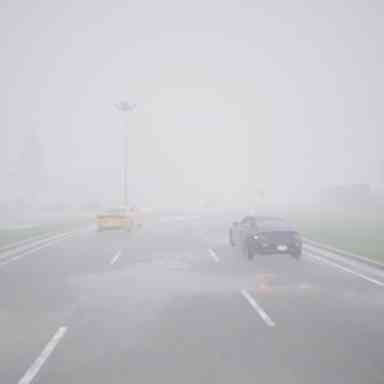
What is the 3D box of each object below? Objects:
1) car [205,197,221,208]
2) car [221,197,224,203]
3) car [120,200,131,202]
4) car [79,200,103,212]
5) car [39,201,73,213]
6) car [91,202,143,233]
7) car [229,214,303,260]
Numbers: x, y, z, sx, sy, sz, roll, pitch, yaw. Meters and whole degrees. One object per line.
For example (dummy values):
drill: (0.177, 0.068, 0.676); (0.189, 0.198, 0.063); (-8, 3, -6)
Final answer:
car: (3.190, 1.771, 53.729); (1.812, 1.442, 4.674); (0, 0, 8)
car: (6.267, 1.867, 77.016); (1.812, 1.442, 4.674); (0, 0, 8)
car: (-9.483, 1.844, 47.212); (1.994, 1.385, 4.181); (0, 0, 8)
car: (-13.400, 1.780, 44.481); (2.128, 1.511, 4.902); (0, 0, 8)
car: (-17.201, 1.845, 42.523); (2.033, 1.411, 5.357); (0, 0, 8)
car: (-4.348, 1.602, 20.726); (1.882, 1.535, 5.008); (-1, 0, 3)
car: (2.637, 1.574, 12.606); (1.812, 1.442, 4.674); (0, 0, -4)
